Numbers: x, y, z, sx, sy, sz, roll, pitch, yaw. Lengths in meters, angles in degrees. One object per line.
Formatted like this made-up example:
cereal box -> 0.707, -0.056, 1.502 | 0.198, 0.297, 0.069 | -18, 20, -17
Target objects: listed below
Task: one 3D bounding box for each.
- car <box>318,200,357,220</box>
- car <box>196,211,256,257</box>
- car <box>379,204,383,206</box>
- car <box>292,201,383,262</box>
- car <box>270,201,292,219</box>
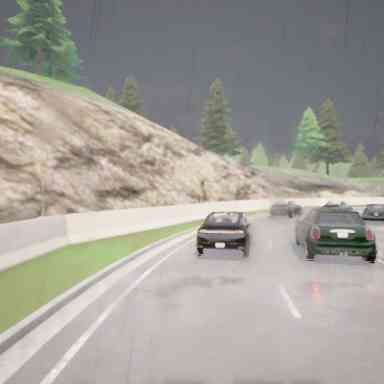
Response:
car -> 12.710, 1.491, 28.861 | 2.128, 1.511, 4.902 | 0, 0, 36
car -> 1.403, 1.491, 13.024 | 2.128, 1.511, 4.902 | 0, 0, 12
car -> 13.606, 1.546, 24.265 | 2.033, 1.411, 5.357 | 0, 0, 32
car -> 5.110, 1.352, 12.375 | 2.097, 1.767, 4.553 | 0, 0, 12
car -> 8.359, 1.491, 29.150 | 2.128, 1.511, 4.902 | 0, 0, 33
